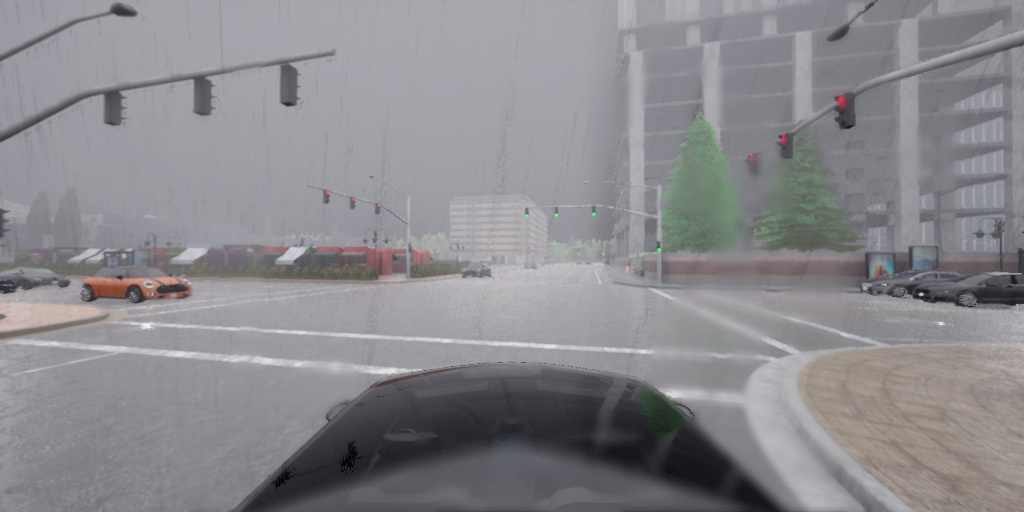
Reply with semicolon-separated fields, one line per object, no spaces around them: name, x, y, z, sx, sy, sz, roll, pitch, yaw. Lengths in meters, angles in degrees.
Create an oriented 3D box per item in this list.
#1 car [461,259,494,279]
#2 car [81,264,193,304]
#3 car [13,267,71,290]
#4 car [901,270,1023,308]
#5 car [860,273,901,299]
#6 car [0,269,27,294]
car;-3.598;1.406;37.092;2.097;1.767;4.553;0;-1;12
car;-18.040;1.283;17.367;4.553;1.767;2.097;0;-1;13
car;-32.498;1.497;24.271;4.674;1.442;1.812;0;-1;13
car;21.020;1.500;15.803;4.892;1.490;1.837;0;-1;13
car;21.855;1.523;19.203;4.902;1.511;2.128;0;-1;13
car;-30.587;1.534;20.239;4.718;1.301;1.895;0;-1;13
